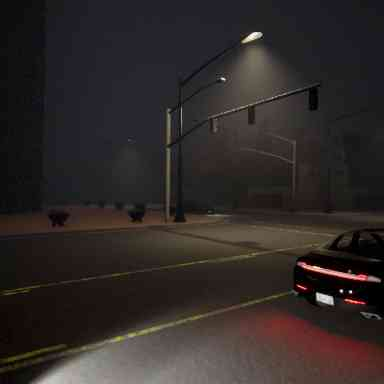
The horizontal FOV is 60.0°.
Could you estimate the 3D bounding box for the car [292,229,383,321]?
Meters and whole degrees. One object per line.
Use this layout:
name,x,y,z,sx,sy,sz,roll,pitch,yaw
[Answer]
car,4.108,1.506,6.734,4.902,1.511,2.128,0,0,-35

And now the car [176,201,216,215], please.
car,0.278,1.634,36.063,2.033,1.411,5.357,1,-1,-35
